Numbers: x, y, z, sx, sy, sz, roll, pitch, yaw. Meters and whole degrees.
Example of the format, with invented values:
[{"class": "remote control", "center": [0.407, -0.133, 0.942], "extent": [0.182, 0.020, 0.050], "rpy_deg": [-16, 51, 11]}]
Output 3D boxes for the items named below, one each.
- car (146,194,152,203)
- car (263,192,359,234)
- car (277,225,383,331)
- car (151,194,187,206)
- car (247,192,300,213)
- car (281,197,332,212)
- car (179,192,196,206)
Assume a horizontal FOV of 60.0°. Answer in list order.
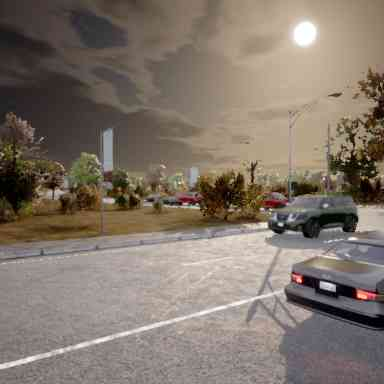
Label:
[{"class": "car", "center": [-6.480, 1.175, 60.716], "extent": [2.097, 1.767, 4.553], "rpy_deg": [-1, 0, -38]}, {"class": "car", "center": [6.411, 1.149, 17.227], "extent": [5.566, 2.045, 2.150], "rpy_deg": [0, 0, -36]}, {"class": "car", "center": [4.176, 1.527, 6.745], "extent": [5.357, 1.411, 2.033], "rpy_deg": [0, 0, -36]}, {"class": "car", "center": [-3.605, 1.392, 51.518], "extent": [2.033, 1.411, 5.357], "rpy_deg": [-1, 0, -39]}, {"class": "car", "center": [8.750, 1.058, 36.252], "extent": [2.150, 2.045, 5.566], "rpy_deg": [-1, 0, -37]}, {"class": "car", "center": [12.629, 1.303, 36.986], "extent": [2.128, 1.511, 4.902], "rpy_deg": [-1, 0, -39]}, {"class": "car", "center": [-0.122, 1.040, 52.774], "extent": [2.150, 2.045, 5.566], "rpy_deg": [-1, 0, -39]}]
